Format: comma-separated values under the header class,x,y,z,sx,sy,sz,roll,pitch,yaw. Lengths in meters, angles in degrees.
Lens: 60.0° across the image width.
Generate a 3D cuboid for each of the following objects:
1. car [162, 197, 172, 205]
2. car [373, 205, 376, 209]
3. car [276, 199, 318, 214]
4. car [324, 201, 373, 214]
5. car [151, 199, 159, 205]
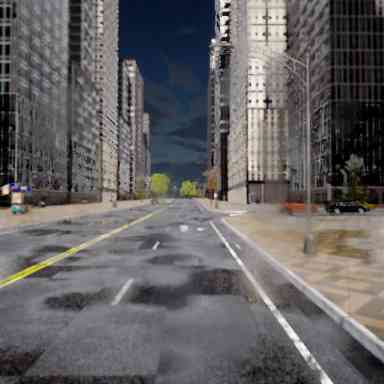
class,x,y,z,sx,sy,sz,roll,pitch,yaw
car,-6.508,2.251,87.586,2.150,2.045,5.566,0,-1,0
car,21.958,1.877,44.645,4.829,1.417,1.752,-1,-1,-1
car,12.237,1.635,38.841,4.553,1.767,2.097,-1,-2,-1
car,16.678,1.717,36.197,4.403,1.369,2.008,-1,-1,-1
car,-9.759,2.566,87.612,2.033,1.411,5.357,0,-1,0
